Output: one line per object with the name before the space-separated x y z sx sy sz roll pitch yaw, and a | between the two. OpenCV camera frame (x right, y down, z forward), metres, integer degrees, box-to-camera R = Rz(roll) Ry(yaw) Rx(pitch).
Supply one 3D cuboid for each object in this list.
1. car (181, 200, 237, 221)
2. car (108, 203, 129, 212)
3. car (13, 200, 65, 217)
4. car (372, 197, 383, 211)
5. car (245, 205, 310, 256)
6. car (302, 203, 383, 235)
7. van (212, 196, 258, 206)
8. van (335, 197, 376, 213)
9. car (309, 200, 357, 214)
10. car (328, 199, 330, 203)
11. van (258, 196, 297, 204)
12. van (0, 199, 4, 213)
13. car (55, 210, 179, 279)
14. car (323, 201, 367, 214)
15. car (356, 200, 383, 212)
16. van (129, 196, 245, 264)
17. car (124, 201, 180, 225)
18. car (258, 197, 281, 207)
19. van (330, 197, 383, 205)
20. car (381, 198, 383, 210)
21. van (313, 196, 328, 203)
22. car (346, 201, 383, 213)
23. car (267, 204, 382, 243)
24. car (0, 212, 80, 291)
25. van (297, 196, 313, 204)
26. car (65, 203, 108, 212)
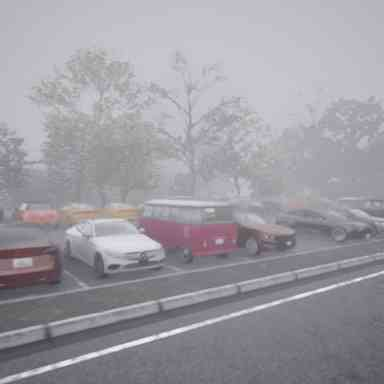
car | 1.381 1.540 29.061 1.946 1.575 5.366 0 0 -35
car | -5.494 1.516 24.387 2.097 1.535 5.008 0 0 -35
car | -9.993 1.372 21.151 2.185 1.767 4.553 0 0 -35
car | 30.610 1.873 50.063 2.435 2.045 5.566 1 -1 -35
car | 1.934 1.514 13.632 2.097 1.535 5.008 0 0 -35
car | 8.720 1.582 18.459 2.002 1.452 4.674 0 0 -35
van | 3.597 1.326 30.722 1.878 1.987 4.442 0 0 -35
van | 21.398 1.681 43.682 1.878 1.987 4.442 1 -1 -35
car | 17.054 1.802 40.439 2.097 1.535 5.008 1 -1 -35
car | 14.714 1.495 38.745 2.435 2.045 5.566 1 -1 -35
van | 7.989 1.359 33.849 1.878 1.987 4.442 1 0 -35
van | -12.335 1.263 19.666 1.878 1.987 4.442 0 0 -35
car | -2.588 1.536 10.409 2.002 1.452 4.674 0 0 -35
car | 19.309 1.896 42.048 2.002 1.452 4.674 1 -1 -35
car | 26.080 2.017 46.865 2.097 1.535 5.008 1 -1 -35
van | -0.392 1.280 12.112 1.878 1.987 4.442 0 0 -35
car | -3.237 1.526 25.993 2.231 1.521 4.892 0 0 -35
car | 5.783 1.561 32.428 2.097 1.535 5.008 0 0 -35
van | 11.051 1.325 19.973 1.878 1.987 4.442 0 0 -35
car | 32.866 1.927 51.669 2.435 2.045 5.566 1 -1 -35
van | 12.373 1.467 37.256 1.878 1.987 4.442 1 -1 -35
car | 23.716 2.001 45.192 2.002 1.452 4.674 1 -1 -35
car | 6.476 1.562 16.822 2.163 1.488 4.792 0 0 -35
car | -4.865 1.517 8.821 2.163 1.488 4.792 0 0 -35
van | 10.219 1.416 35.722 1.878 1.987 4.442 1 -1 -35
car | -7.853 1.506 22.707 2.097 1.535 5.008 0 0 -35
